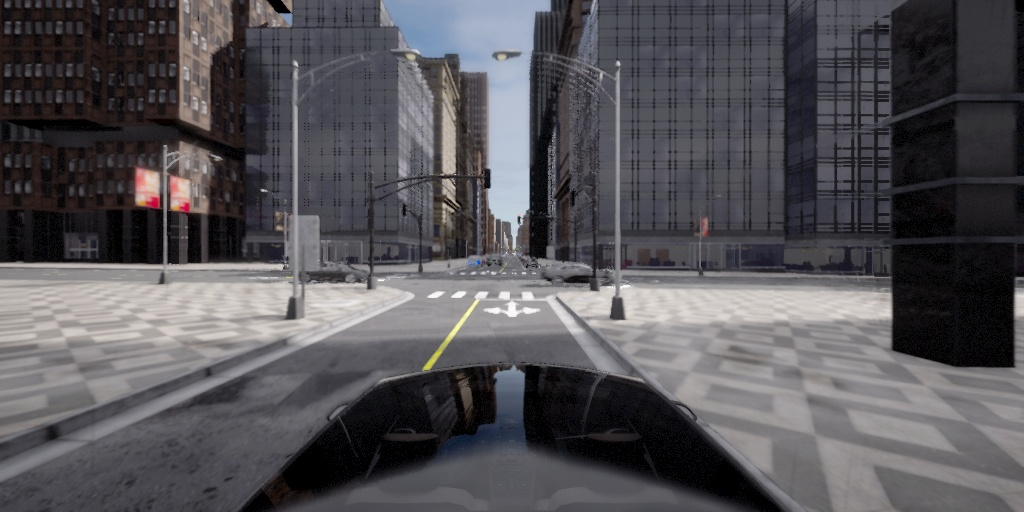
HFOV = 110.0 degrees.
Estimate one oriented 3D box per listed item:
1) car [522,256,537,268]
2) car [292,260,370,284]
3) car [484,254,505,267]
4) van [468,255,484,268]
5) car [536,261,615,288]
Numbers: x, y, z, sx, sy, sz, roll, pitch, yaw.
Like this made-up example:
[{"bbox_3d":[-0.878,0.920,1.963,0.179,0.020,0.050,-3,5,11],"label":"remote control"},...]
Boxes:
[{"bbox_3d":[2.886,1.061,53.624,1.948,1.339,4.313,0,0,0],"label":"car"},{"bbox_3d":[-11.470,1.072,23.163,4.892,1.490,1.837,2,0,0],"label":"car"},{"bbox_3d":[-2.796,0.688,58.168,2.150,2.045,5.566,0,1,1],"label":"car"},{"bbox_3d":[-5.639,0.835,53.679,1.690,1.789,3.998,0,0,0],"label":"van"},{"bbox_3d":[4.261,1.214,23.068,4.902,1.511,2.128,1,0,0],"label":"car"}]
